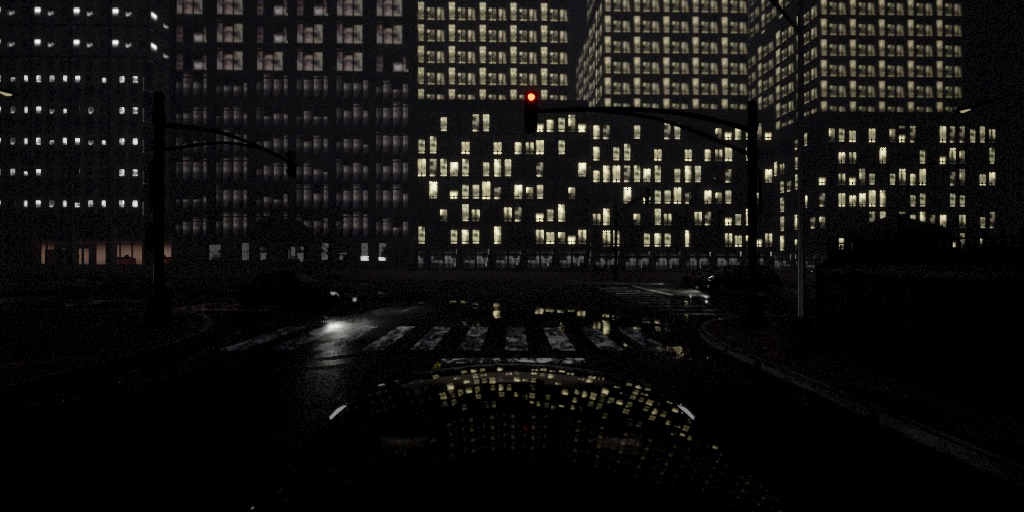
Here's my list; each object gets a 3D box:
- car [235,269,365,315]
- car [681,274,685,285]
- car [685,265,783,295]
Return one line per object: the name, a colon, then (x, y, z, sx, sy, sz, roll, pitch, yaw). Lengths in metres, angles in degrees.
car: (-7.608, 1.188, 12.864, 4.674, 1.442, 1.812, 1, 0, 15)
car: (14.134, 1.429, 24.300, 5.008, 1.535, 1.882, 1, 0, -2)
car: (13.084, 1.283, 21.036, 4.553, 1.767, 2.097, 1, 0, -1)
